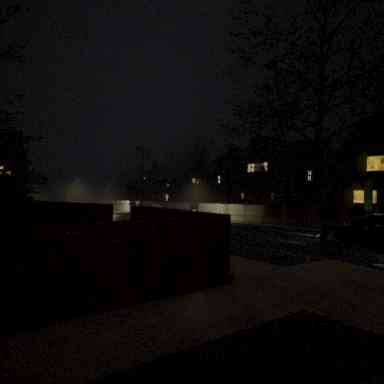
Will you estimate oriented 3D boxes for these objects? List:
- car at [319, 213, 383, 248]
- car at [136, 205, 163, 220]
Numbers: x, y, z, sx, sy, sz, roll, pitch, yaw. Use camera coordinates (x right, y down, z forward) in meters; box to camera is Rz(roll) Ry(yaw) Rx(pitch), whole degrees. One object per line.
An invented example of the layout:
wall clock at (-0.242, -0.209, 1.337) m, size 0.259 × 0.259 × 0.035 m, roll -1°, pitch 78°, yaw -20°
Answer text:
car at (7.709, 1.657, 13.826) m, size 1.837 × 1.490 × 4.892 m, roll 2°, pitch -2°, yaw -35°
car at (-3.780, 1.896, 30.415) m, size 1.812 × 1.442 × 4.674 m, roll 2°, pitch -2°, yaw -35°
